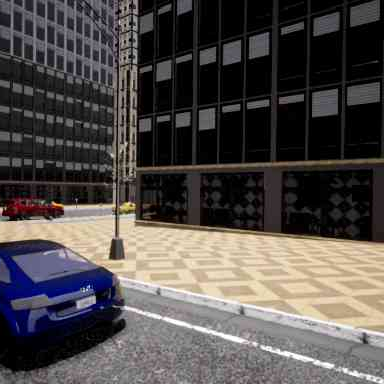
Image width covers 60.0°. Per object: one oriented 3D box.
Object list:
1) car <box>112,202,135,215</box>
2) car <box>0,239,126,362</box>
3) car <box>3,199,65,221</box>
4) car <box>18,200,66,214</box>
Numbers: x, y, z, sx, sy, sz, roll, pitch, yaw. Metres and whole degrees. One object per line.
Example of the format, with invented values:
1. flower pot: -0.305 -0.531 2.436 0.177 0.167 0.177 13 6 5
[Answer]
1. car: -7.013 1.830 38.383 1.752 1.417 4.829 1 0 36
2. car: -3.188 1.561 5.940 4.181 1.385 1.994 0 0 34
3. car: -13.778 1.520 29.147 2.192 1.841 5.009 1 0 36
4. car: -17.308 1.643 38.510 1.752 1.417 4.829 1 0 36
